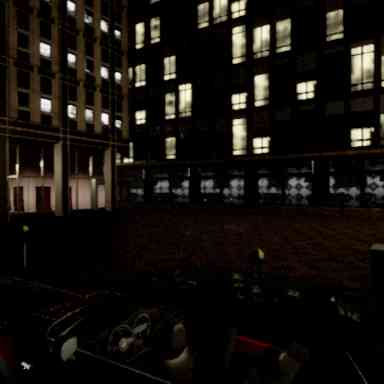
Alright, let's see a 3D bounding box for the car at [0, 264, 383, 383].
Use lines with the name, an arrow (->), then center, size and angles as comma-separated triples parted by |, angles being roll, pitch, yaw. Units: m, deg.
car -> -0.154, 1.412, 2.970 | 4.097, 1.590, 1.967 | 0, 1, 33
